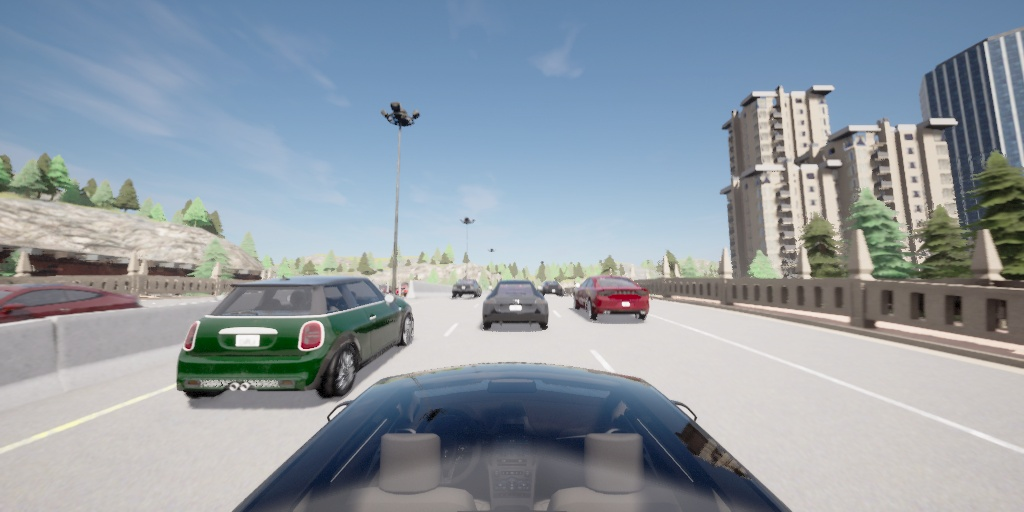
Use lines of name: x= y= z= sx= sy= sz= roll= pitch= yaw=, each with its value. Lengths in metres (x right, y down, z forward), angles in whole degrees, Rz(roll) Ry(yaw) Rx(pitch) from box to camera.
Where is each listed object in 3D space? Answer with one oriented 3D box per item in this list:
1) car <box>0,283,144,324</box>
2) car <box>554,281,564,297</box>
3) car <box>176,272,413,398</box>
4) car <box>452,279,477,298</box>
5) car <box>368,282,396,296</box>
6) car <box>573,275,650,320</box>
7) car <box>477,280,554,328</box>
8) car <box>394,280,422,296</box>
car: x=-10.598 y=1.331 z=7.534 sx=1.812 sy=1.442 sz=4.674 roll=0 pitch=-1 yaw=0
car: x=3.607 y=3.085 z=33.402 sx=1.812 sy=1.442 sz=4.674 roll=0 pitch=-6 yaw=0
car: x=-3.399 y=1.143 z=6.737 sx=2.097 sy=1.767 sz=4.553 roll=0 pitch=-1 yaw=0
car: x=-3.395 y=2.501 z=27.563 sx=2.033 sy=1.411 sz=5.357 roll=0 pitch=-5 yaw=0
car: x=-17.560 y=4.553 z=48.685 sx=2.097 sy=1.767 sz=4.553 roll=0 pitch=-6 yaw=0
car: x=3.603 y=1.480 z=13.817 sx=1.882 sy=1.535 sz=5.008 roll=0 pitch=-2 yaw=0
car: x=0.103 y=1.494 z=12.018 sx=1.994 sy=1.385 sz=4.181 roll=0 pitch=-2 yaw=0
car: x=-14.059 y=4.466 z=49.054 sx=2.150 sy=2.045 sz=5.566 roll=0 pitch=-7 yaw=0
